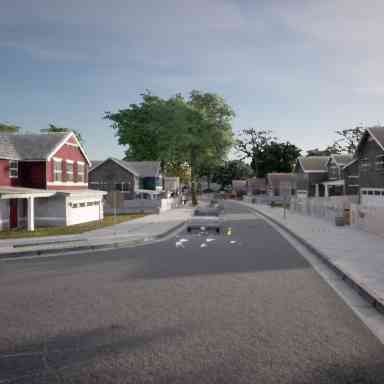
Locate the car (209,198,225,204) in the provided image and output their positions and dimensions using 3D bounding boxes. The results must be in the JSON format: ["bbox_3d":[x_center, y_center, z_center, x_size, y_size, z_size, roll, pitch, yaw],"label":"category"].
[{"bbox_3d":[3.339,1.567,44.537,2.128,1.511,4.902,0,0,4],"label":"car"}]

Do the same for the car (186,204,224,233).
[{"bbox_3d":[0.851,1.615,19.753,1.895,1.301,4.718,0,0,8],"label":"car"}]
